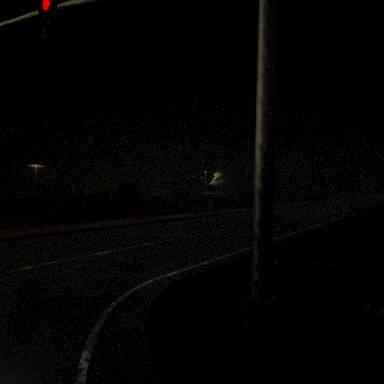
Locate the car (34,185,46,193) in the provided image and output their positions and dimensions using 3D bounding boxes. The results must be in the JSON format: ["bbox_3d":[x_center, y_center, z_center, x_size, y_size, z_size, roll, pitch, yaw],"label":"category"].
[{"bbox_3d":[-35.560,-0.623,78.077,1.905,1.878,3.866,7,1,-12],"label":"car"}]
